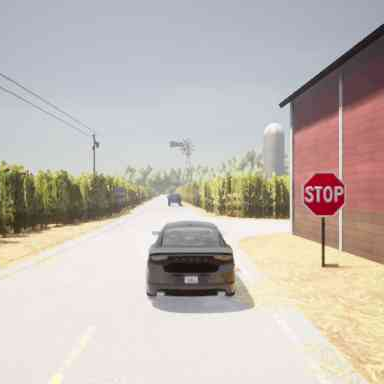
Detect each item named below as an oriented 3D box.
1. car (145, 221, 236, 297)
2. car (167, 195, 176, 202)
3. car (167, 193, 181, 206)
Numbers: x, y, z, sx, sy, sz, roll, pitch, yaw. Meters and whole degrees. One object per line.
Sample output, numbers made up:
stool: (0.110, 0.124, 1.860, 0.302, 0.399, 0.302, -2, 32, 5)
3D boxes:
car: (-0.052, 1.478, 8.658, 1.882, 1.535, 5.008, 0, 0, -1)
car: (-4.794, 1.477, 77.460, 1.882, 1.535, 5.008, 0, 0, -5)
car: (-2.984, 1.221, 56.410, 2.150, 2.045, 5.566, 0, 0, -5)
